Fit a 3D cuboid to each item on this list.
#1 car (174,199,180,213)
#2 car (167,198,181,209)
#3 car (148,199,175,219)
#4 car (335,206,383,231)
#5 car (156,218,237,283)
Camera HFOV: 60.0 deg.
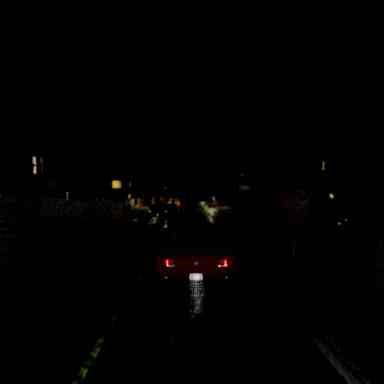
[{"bbox_3d":[-2.848,1.797,40.872,1.994,1.385,4.181,0,0,1],"label":"car"},{"bbox_3d":[-2.847,1.805,52.793,1.882,1.535,5.008,0,0,0],"label":"car"},{"bbox_3d":[-2.900,1.689,30.911,1.812,1.442,4.674,0,0,2],"label":"car"},{"bbox_3d":[11.789,1.576,20.506,5.357,1.411,2.033,0,3,2],"label":"car"},{"bbox_3d":[0.098,1.644,9.772,1.895,1.301,4.718,0,0,0],"label":"car"}]
